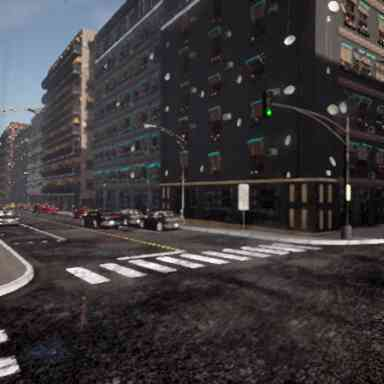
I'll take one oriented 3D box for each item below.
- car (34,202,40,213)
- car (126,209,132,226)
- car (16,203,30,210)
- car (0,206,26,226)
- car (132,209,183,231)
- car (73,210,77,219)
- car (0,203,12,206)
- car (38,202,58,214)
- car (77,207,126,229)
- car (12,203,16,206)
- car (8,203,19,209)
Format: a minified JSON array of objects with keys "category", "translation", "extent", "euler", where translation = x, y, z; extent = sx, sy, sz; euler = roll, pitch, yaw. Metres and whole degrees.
[{"category":"car","translation":[-25.404,2.598,56.359],"extent":[2.192,1.841,5.009],"euler":[-1,-1,-36]},{"category":"car","translation":[-5.566,2.154,28.884],"extent":[2.008,1.369,4.403],"euler":[-1,-1,-36]},{"category":"car","translation":[-35.236,3.214,70.087],"extent":[1.802,1.307,4.206],"euler":[-1,-1,-36]},{"category":"car","translation":[-15.982,2.192,28.591],"extent":[2.008,1.369,4.403],"euler":[-1,-1,-36]},{"category":"car","translation":[-2.338,2.046,24.393],"extent":[2.008,1.369,4.403],"euler":[-1,-1,-36]},{"category":"car","translation":[-12.209,2.370,37.978],"extent":[1.887,1.381,4.507],"euler":[-1,-1,-36]},{"category":"car","translation":[-22.408,2.183,37.848],"extent":[2.192,1.841,5.009],"euler":[-1,-1,-36]},{"category":"car","translation":[-22.120,2.712,51.780],"extent":[1.887,1.381,4.507],"euler":[-1,-1,-36]},{"category":"car","translation":[-7.339,2.075,26.558],"extent":[1.837,1.490,4.892],"euler":[1,-2,-36]},{"category":"car","translation":[-38.518,3.191,74.665],"extent":[1.967,1.590,4.097],"euler":[-1,-1,-36]},{"category":"car","translation":[-45.174,3.518,83.957],"extent":[1.752,1.417,4.829],"euler":[-1,-1,-36]}]
